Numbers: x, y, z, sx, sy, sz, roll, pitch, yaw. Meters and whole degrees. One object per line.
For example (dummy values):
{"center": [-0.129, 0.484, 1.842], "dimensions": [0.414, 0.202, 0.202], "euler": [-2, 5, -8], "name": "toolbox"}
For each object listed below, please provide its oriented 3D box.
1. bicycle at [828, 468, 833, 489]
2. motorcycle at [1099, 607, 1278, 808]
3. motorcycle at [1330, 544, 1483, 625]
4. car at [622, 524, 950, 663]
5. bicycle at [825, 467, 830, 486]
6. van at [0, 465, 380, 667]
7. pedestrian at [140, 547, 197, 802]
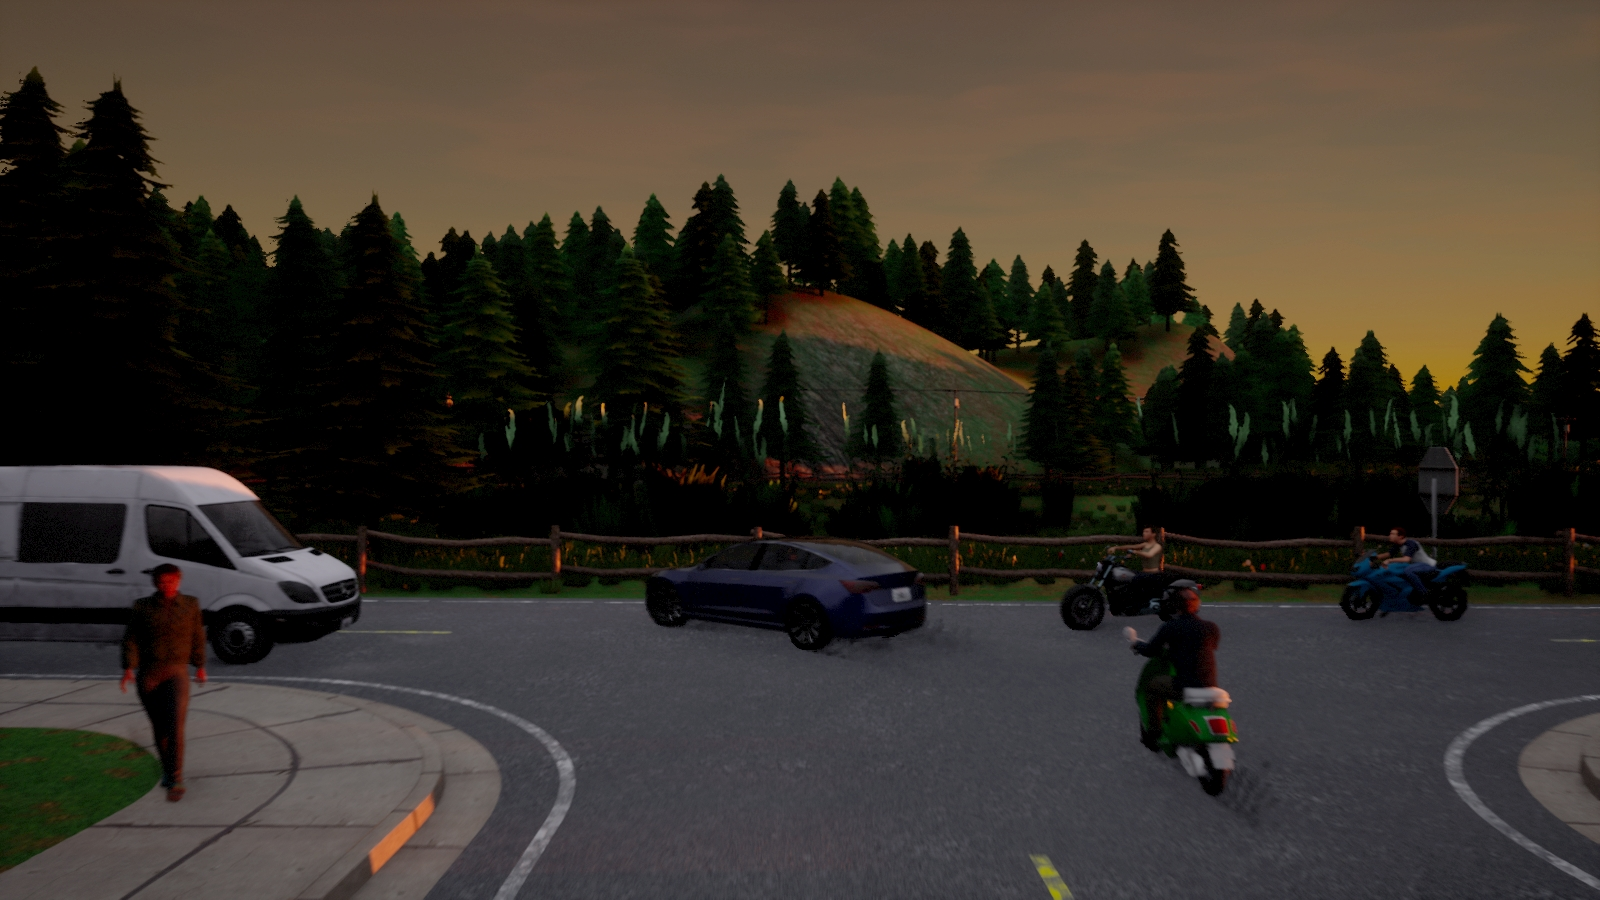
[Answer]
{"center": [2.198, 2.056, 82.867], "dimensions": [0.329, 1.471, 1.835], "euler": [0, 0, 0], "name": "bicycle"}
{"center": [3.287, 2.140, 9.866], "dimensions": [0.856, 1.316, 1.805], "euler": [0, 0, -3], "name": "motorcycle"}
{"center": [9.747, 2.151, 18.414], "dimensions": [2.033, 1.199, 0.803], "euler": [0, 0, 2], "name": "motorcycle"}
{"center": [-0.332, 2.034, 17.353], "dimensions": [4.792, 1.488, 2.163], "euler": [0, 0, 43], "name": "car"}
{"center": [2.157, 2.051, 89.057], "dimensions": [0.373, 1.496, 1.643], "euler": [0, 0, 0], "name": "bicycle"}
{"center": [-9.106, 1.498, 15.730], "dimensions": [5.915, 2.561, 1.988], "euler": [0, 0, 2], "name": "van"}
{"center": [-4.839, 1.693, 8.766], "dimensions": [0.375, 1.860, 0.375], "euler": [0, 0, -27], "name": "pedestrian"}
